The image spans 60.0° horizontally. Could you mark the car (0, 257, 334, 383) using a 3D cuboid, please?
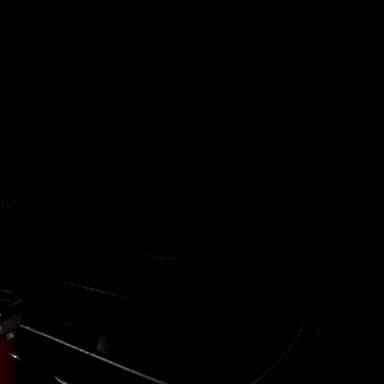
[{"bbox_3d":[-0.821,1.431,3.433,4.097,1.590,1.967,0,0,36],"label":"car"}]
